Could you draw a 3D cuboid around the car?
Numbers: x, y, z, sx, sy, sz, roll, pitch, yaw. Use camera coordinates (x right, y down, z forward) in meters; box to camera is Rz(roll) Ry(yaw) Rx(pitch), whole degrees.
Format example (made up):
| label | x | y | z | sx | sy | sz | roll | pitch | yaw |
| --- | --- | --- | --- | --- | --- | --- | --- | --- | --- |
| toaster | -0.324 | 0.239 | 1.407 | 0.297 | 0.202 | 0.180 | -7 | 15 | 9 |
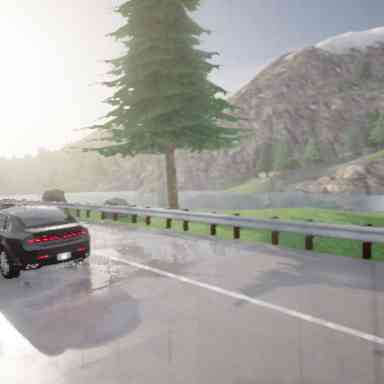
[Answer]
| label | x | y | z | sx | sy | sz | roll | pitch | yaw |
| --- | --- | --- | --- | --- | --- | --- | --- | --- | --- |
| car | -4.555 | 1.136 | 9.052 | 4.892 | 1.490 | 1.837 | 1 | 5 | 45 |
